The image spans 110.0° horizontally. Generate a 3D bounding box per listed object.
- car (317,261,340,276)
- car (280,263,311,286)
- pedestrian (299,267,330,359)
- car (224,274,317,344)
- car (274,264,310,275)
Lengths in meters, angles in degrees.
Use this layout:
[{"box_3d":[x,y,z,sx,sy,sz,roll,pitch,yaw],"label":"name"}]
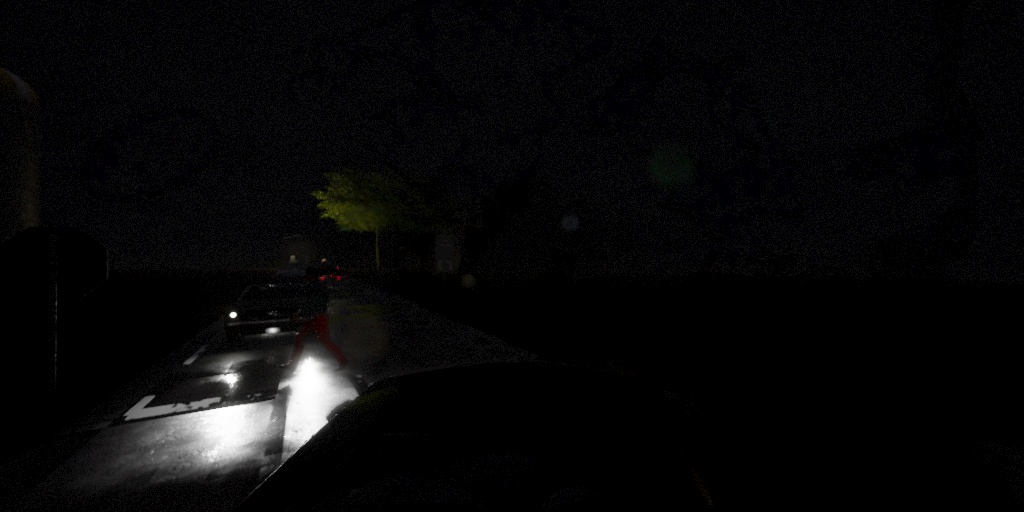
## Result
[{"box_3d":[-20.907,1.347,41.034,2.097,1.767,4.553,0,-1,-29],"label":"car"},{"box_3d":[-16.595,1.339,27.617,1.882,1.535,5.008,0,0,-30],"label":"car"},{"box_3d":[-3.345,1.055,6.082,0.375,1.860,0.375,0,0,-30],"label":"pedestrian"},{"box_3d":[-6.491,1.368,9.997,1.895,1.301,4.718,0,0,-30],"label":"car"},{"box_3d":[-11.339,1.323,18.445,1.812,1.442,4.674,0,0,-30],"label":"car"}]
